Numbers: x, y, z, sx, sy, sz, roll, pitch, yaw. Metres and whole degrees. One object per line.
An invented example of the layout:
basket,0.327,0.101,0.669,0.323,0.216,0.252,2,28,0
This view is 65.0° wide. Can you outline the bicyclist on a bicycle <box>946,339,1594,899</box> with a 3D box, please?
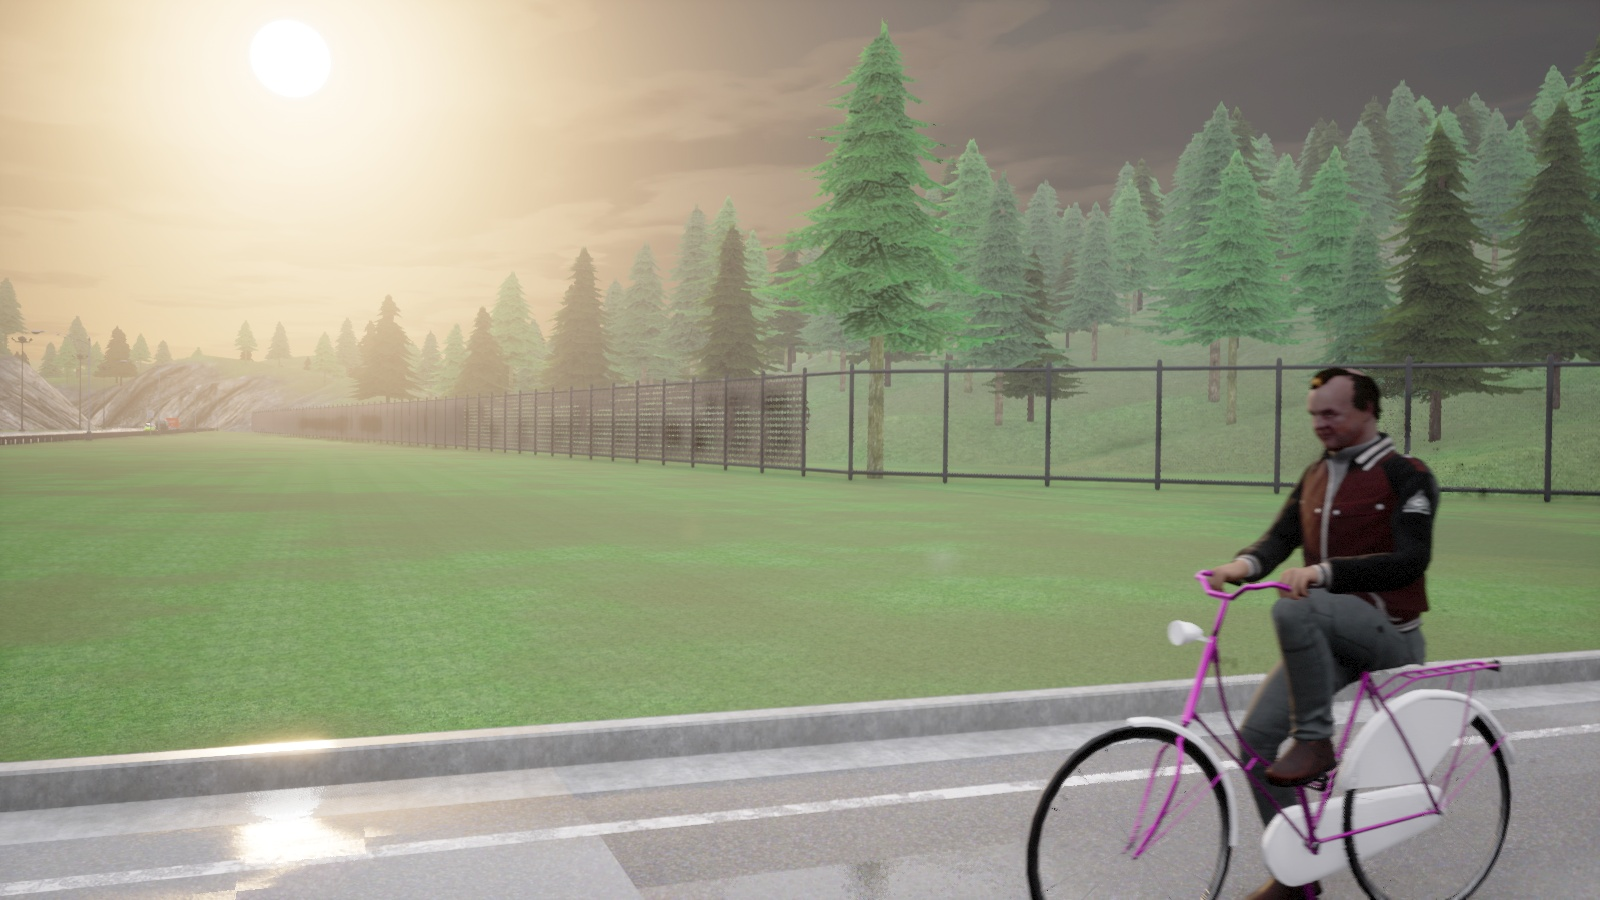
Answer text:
bicyclist on a bicycle,1.418,0.598,3.776,1.843,1.776,0.659,-1,1,-21
